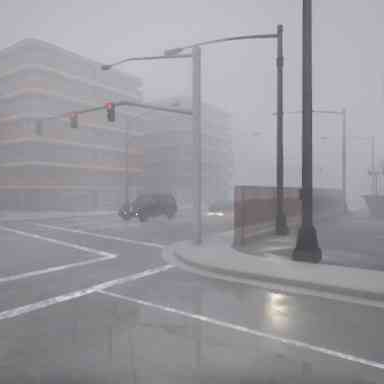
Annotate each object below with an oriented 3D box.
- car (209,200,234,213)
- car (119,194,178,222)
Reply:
[{"bbox_3d":[3.617,1.561,37.551,1.994,1.385,4.181,0,0,35],"label":"car"},{"bbox_3d":[-3.440,1.219,27.305,2.150,2.045,5.566,0,0,35],"label":"car"}]
